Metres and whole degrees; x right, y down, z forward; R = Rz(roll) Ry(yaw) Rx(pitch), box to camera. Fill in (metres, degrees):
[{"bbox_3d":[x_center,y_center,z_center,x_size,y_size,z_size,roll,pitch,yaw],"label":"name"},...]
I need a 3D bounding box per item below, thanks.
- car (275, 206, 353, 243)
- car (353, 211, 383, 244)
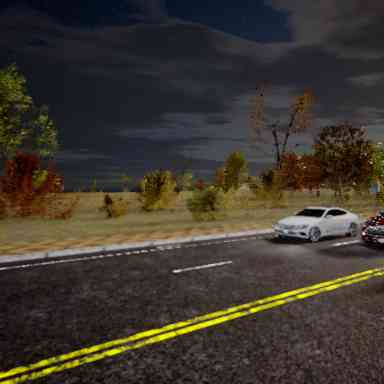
[{"bbox_3d":[5.945,1.387,15.496,4.674,1.442,1.812,-1,0,-33],"label":"car"},{"bbox_3d":[8.988,1.206,13.601,4.553,1.767,2.097,-1,0,-33],"label":"car"}]
